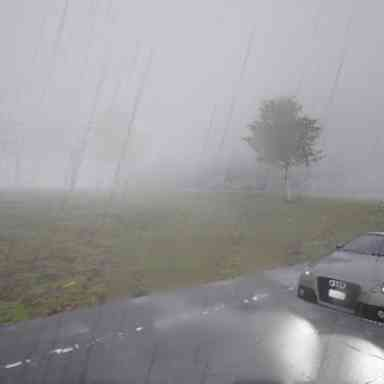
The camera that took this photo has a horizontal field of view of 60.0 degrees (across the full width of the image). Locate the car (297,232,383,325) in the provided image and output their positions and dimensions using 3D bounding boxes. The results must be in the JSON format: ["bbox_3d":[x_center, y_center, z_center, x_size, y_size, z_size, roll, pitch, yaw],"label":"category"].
[{"bbox_3d":[4.072,1.548,6.793,4.181,1.385,1.994,0,0,-36],"label":"car"}]
